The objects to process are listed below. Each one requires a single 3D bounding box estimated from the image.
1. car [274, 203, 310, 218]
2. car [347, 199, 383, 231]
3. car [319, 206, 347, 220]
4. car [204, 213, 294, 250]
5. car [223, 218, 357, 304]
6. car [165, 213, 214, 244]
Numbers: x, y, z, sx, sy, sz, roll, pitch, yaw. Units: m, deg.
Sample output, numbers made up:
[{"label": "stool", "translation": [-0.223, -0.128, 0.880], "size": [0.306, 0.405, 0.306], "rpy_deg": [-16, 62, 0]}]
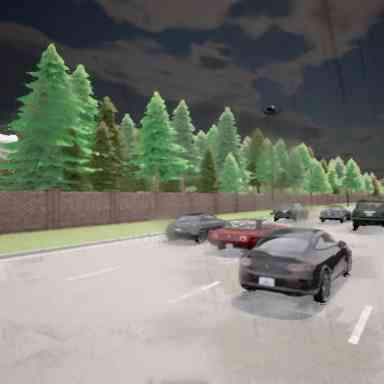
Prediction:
[{"label": "car", "translation": [9.098, 1.739, 30.174], "size": [2.097, 1.767, 4.553], "rpy_deg": [-1, -1, 35]}, {"label": "car", "translation": [12.329, 1.509, 22.499], "size": [2.150, 2.045, 5.566], "rpy_deg": [-1, -1, 34]}, {"label": "car", "translation": [12.522, 1.919, 28.983], "size": [2.033, 1.411, 5.357], "rpy_deg": [-1, -1, 34]}, {"label": "car", "translation": [2.680, 1.790, 14.570], "size": [1.895, 1.301, 4.718], "rpy_deg": [-1, -1, 34]}, {"label": "car", "translation": [2.777, 1.636, 8.508], "size": [1.812, 1.442, 4.674], "rpy_deg": [-1, -1, 34]}, {"label": "car", "translation": [0.461, 1.793, 17.524], "size": [1.994, 1.385, 4.181], "rpy_deg": [-1, -1, 34]}]
